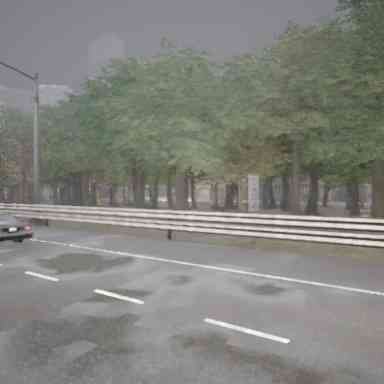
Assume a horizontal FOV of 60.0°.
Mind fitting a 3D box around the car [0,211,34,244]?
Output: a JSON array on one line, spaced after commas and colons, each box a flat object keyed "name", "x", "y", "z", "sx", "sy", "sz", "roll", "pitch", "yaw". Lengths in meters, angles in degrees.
[{"name": "car", "x": -9.184, "y": 1.550, "z": 14.731, "sx": 5.357, "sy": 1.411, "sz": 2.033, "roll": 0, "pitch": 0, "yaw": 36}]
